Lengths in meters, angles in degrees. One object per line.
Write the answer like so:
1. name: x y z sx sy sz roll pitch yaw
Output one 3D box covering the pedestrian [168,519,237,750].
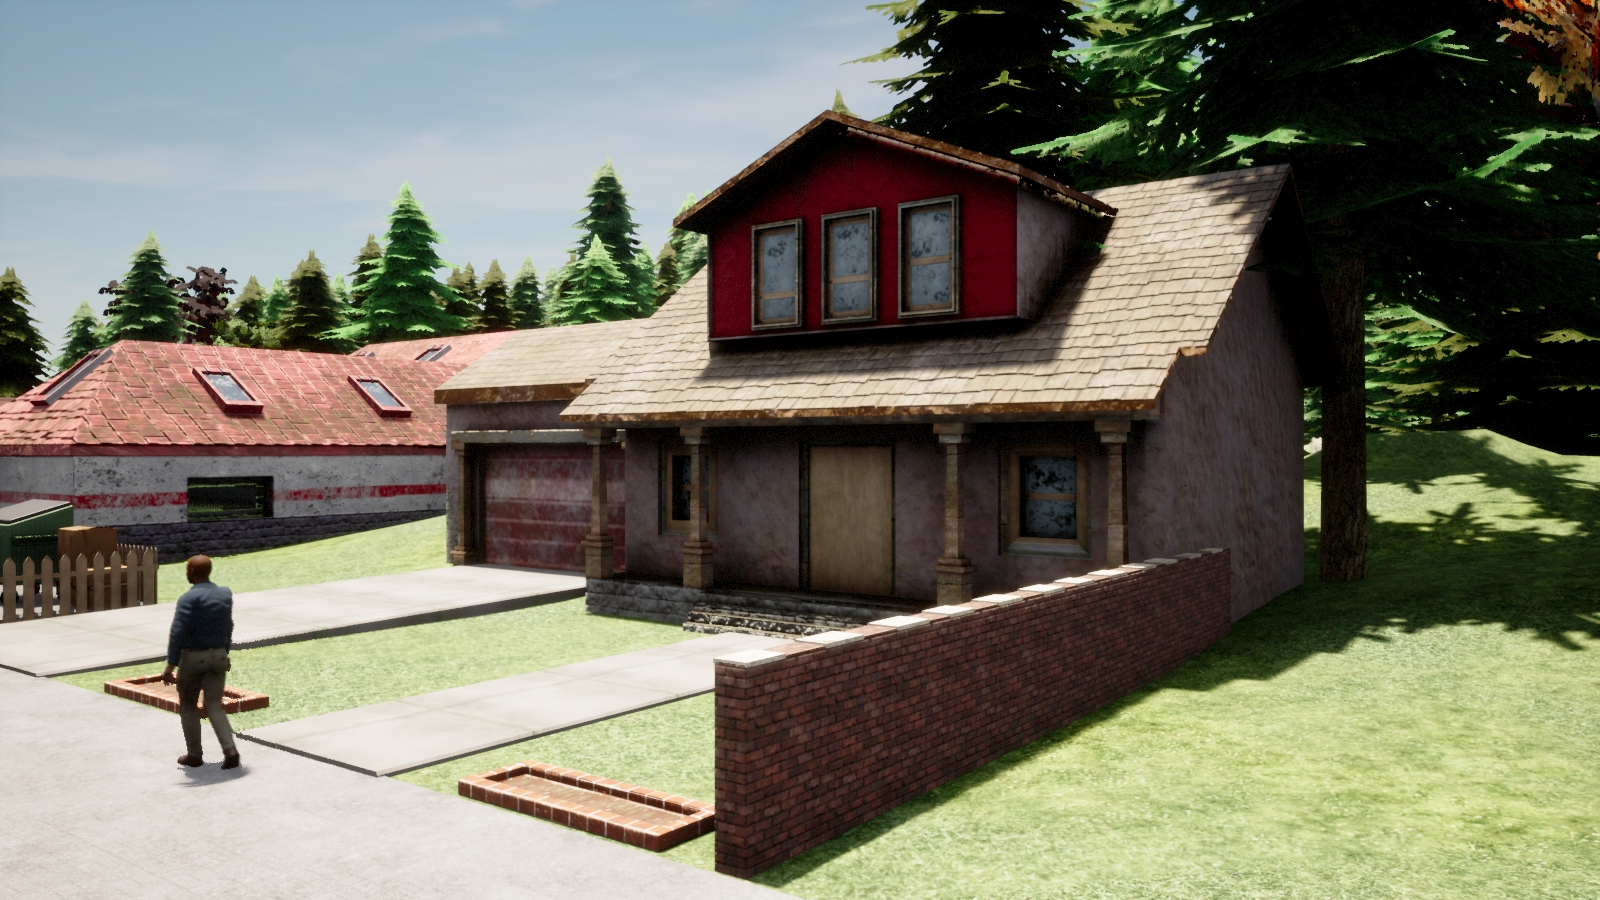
1. pedestrian: -5.014 1.524 9.594 0.375 1.860 0.375 0 0 31
